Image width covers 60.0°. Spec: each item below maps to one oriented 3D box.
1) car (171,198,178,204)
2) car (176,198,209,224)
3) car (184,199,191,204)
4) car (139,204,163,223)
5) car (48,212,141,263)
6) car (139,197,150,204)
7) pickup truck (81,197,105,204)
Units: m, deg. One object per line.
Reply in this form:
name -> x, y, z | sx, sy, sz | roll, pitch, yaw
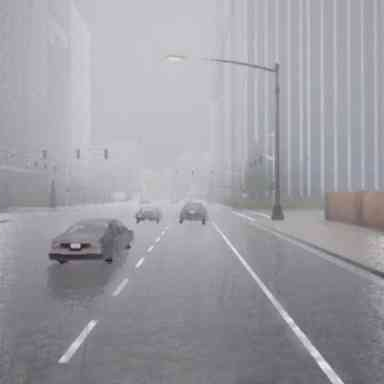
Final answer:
car -> -4.729, 2.516, 88.744 | 2.033, 1.411, 5.357 | 0, -1, -1
car -> 0.268, 1.667, 28.416 | 2.097, 1.767, 4.553 | 0, -1, 7
car -> -1.235, 2.506, 89.163 | 1.812, 1.442, 4.674 | 0, -1, -1
car -> -3.551, 1.916, 28.253 | 1.895, 1.301, 4.718 | 0, -1, -1
car -> -3.487, 1.688, 12.492 | 2.033, 1.411, 5.357 | 0, -1, 0
car -> -11.625, 2.135, 82.003 | 2.150, 2.045, 5.566 | 0, -1, -1
pickup truck -> -24.774, 1.988, 83.695 | 2.390, 2.098, 6.274 | 0, -1, 30
